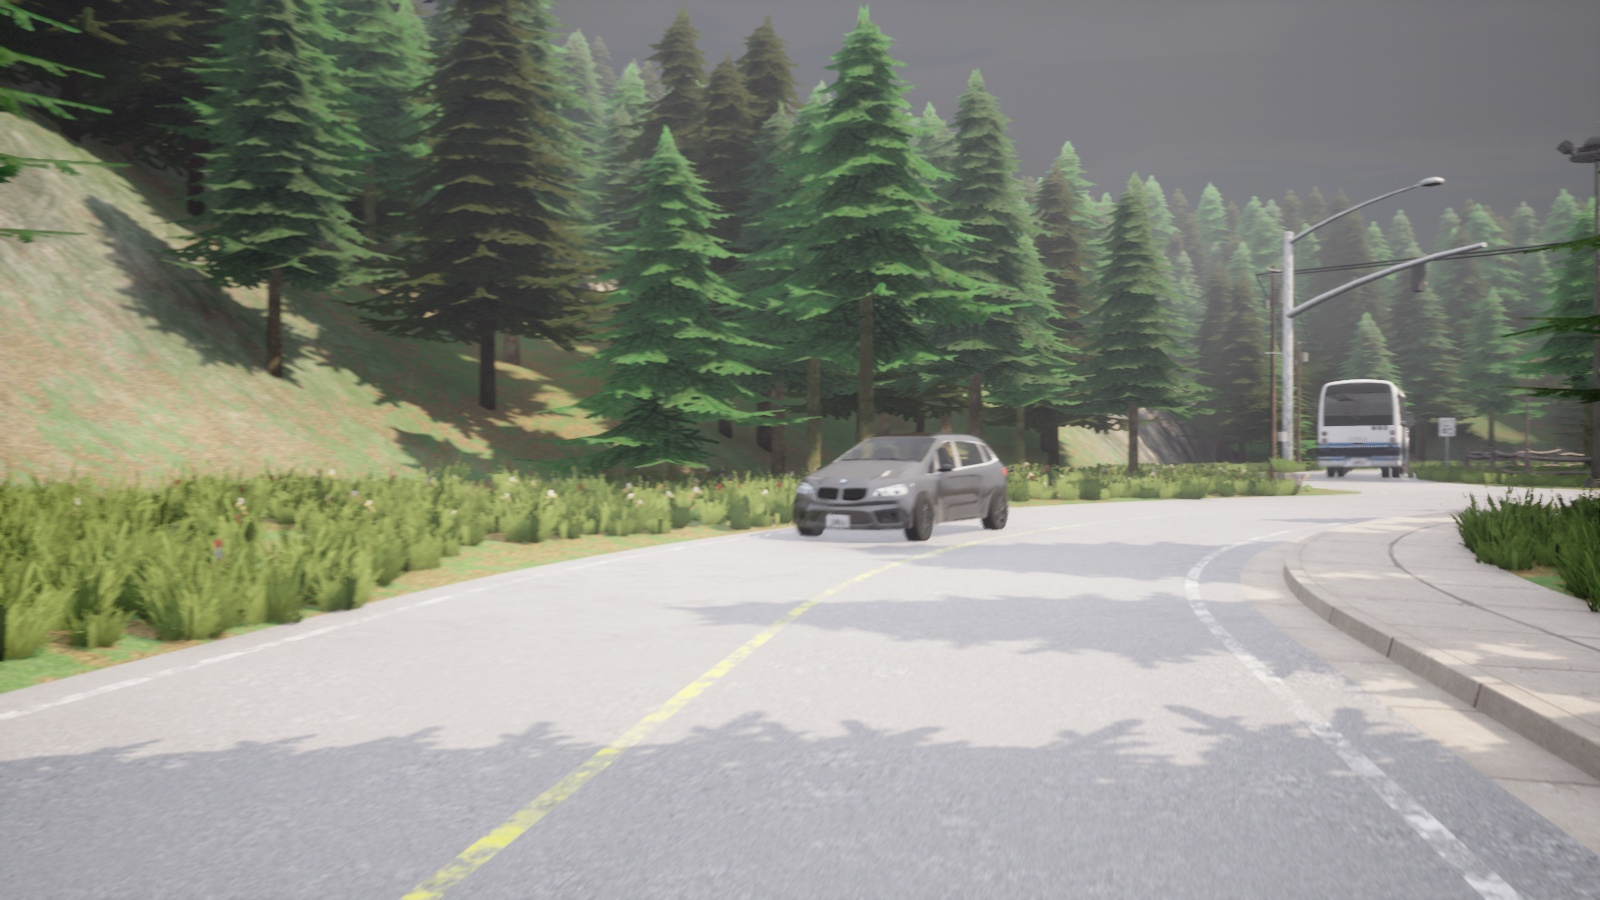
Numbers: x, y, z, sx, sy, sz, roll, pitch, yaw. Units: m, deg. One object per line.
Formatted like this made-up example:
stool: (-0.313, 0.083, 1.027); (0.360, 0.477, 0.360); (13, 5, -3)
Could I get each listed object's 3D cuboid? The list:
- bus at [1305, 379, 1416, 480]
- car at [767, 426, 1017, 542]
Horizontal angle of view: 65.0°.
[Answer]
bus: (26.335, -0.870, 58.647); (3.944, 4.253, 10.273); (-1, 0, 28)
car: (1.647, 0.478, 20.593); (2.242, 1.667, 4.611); (0, 0, 31)
